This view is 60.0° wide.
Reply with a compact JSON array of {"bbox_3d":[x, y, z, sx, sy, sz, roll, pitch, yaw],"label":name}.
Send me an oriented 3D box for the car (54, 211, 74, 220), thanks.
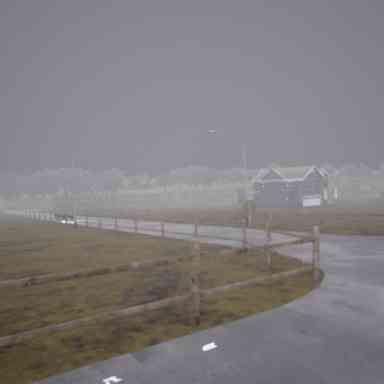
[{"bbox_3d":[-19.112,3.494,49.704,1.895,1.301,4.718,-2,-1,-36],"label":"car"}]
